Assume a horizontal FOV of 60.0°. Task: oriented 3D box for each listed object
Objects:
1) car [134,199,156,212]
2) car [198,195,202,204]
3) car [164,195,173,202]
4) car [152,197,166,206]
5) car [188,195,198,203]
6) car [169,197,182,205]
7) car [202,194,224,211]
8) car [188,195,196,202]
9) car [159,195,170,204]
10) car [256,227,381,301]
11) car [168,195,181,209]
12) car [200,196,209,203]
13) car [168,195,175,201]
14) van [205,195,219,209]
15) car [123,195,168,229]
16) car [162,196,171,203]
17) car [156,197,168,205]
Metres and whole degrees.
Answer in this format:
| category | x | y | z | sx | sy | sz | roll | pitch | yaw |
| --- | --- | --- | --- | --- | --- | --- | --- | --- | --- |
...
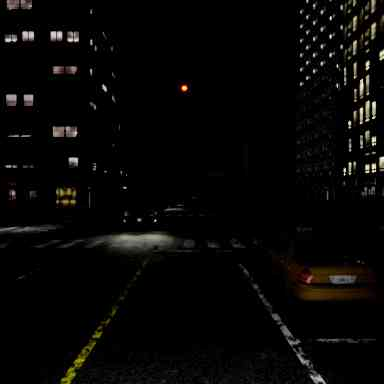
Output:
| category | x | y | z | sx | sy | sz | roll | pitch | yaw |
| --- | --- | --- | --- | --- | --- | --- | --- | --- | --- |
| car | -5.636 | 1.567 | 40.502 | 2.008 | 1.369 | 4.403 | 0 | 0 | 0 |
| car | 2.773 | 1.361 | 62.596 | 2.192 | 1.841 | 5.009 | 0 | 0 | 0 |
| car | -5.583 | 1.516 | 79.188 | 1.967 | 1.590 | 4.097 | 0 | 0 | 0 |
| car | -5.613 | 1.588 | 57.081 | 2.008 | 1.369 | 4.403 | 0 | 0 | 0 |
| car | 0.201 | 1.658 | 68.380 | 1.895 | 1.301 | 4.718 | 0 | 0 | 0 |
| car | -2.985 | 1.590 | 60.692 | 2.033 | 1.411 | 5.357 | 0 | 0 | 1 |
| car | 2.742 | 1.332 | 40.490 | 2.192 | 1.841 | 5.009 | 0 | 0 | 0 |
| car | 0.112 | 1.556 | 80.177 | 1.882 | 1.535 | 5.008 | 0 | 0 | 0 |
| car | -5.599 | 1.496 | 68.135 | 1.967 | 1.590 | 4.097 | 0 | 0 | 0 |
| car | 2.698 | 1.526 | 8.247 | 1.752 | 1.417 | 4.829 | 0 | 0 | 0 |
| car | -3.032 | 1.571 | 47.174 | 2.033 | 1.411 | 5.357 | 0 | 0 | 0 |
| car | 2.790 | 1.611 | 73.650 | 1.887 | 1.381 | 4.507 | 0 | 0 | 0 |
| car | -5.567 | 1.624 | 90.072 | 1.752 | 1.417 | 4.829 | 0 | 0 | 0 |
| van | 2.750 | 1.363 | 46.016 | 1.690 | 1.788 | 3.998 | 0 | 0 | 0 |
| car | -3.081 | 1.267 | 22.231 | 2.150 | 2.045 | 5.566 | 0 | 0 | 0 |
| car | -5.590 | 1.648 | 73.662 | 1.802 | 1.307 | 4.206 | 0 | 0 | 0 |
| car | -5.606 | 1.591 | 62.607 | 1.887 | 1.381 | 4.507 | 0 | 0 | 0 |
